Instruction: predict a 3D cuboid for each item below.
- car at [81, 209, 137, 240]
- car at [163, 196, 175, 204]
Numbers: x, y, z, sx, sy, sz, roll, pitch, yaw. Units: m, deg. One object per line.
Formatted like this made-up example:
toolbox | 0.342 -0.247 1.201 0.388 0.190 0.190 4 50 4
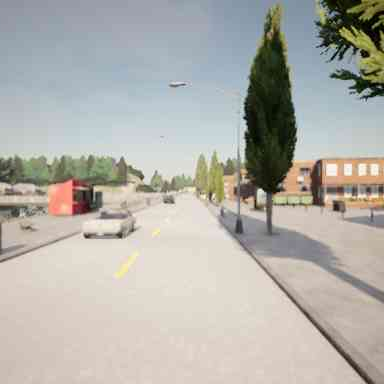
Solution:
car | -4.098 1.570 17.103 1.895 1.301 4.718 0 0 0
car | -4.031 1.370 59.275 1.882 1.535 5.008 0 0 1
